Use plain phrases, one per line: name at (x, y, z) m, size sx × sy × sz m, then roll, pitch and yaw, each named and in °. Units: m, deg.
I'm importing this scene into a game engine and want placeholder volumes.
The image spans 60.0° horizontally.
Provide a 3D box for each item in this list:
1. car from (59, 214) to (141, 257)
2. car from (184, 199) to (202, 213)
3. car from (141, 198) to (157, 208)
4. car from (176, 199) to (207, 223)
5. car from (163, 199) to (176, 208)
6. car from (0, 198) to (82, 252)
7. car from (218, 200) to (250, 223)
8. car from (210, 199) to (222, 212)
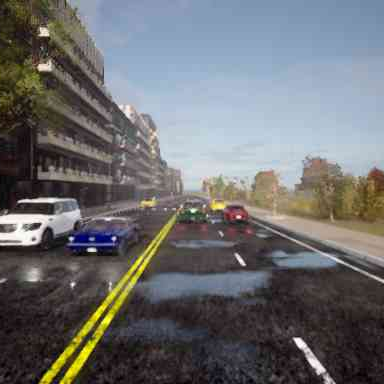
car at (-3.331, 1.653, 13.317) m, size 1.895 × 1.301 × 4.718 m, roll 0°, pitch 0°, yaw 0°
car at (0.081, 1.658, 41.212) m, size 2.128 × 1.511 × 4.902 m, roll 0°, pitch 0°, yaw 0°
car at (-6.573, 1.686, 50.987) m, size 1.882 × 1.535 × 5.008 m, roll 0°, pitch 0°, yaw 0°
car at (0.085, 1.457, 26.895) m, size 2.097 × 1.767 × 4.553 m, roll 0°, pitch 0°, yaw 0°
car at (-3.319, 1.773, 51.659) m, size 1.994 × 1.385 × 4.181 m, roll 0°, pitch 0°, yaw 0°
car at (-6.577, 1.282, 14.524) m, size 2.150 × 2.045 × 5.566 m, roll 0°, pitch -1°, yaw 0°
car at (3.334, 1.626, 26.014) m, size 1.812 × 1.442 × 4.674 m, roll 0°, pitch 0°, yaw 0°
car at (3.333, 1.646, 42.372) m, size 1.882 × 1.535 × 5.008 m, roll 0°, pitch 0°, yaw 0°
